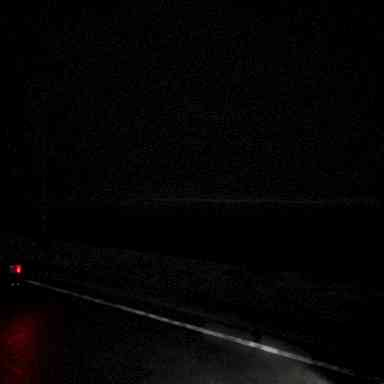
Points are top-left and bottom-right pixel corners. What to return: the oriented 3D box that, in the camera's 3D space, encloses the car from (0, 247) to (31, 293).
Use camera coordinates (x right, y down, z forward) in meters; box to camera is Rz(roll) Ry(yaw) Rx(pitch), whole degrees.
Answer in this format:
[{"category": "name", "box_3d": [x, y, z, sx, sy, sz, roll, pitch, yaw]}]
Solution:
[{"category": "car", "box_3d": [-5.851, 1.650, 7.730, 4.718, 1.301, 1.895, 0, 0, 35]}]
